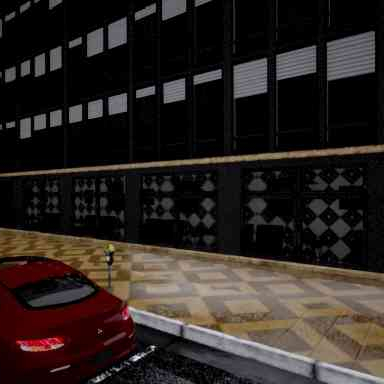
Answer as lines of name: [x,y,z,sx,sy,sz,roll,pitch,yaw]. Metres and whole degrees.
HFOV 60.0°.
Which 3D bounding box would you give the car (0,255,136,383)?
car: [-2.627,1.582,4.701,4.206,1.307,1.802,0,0,35]
